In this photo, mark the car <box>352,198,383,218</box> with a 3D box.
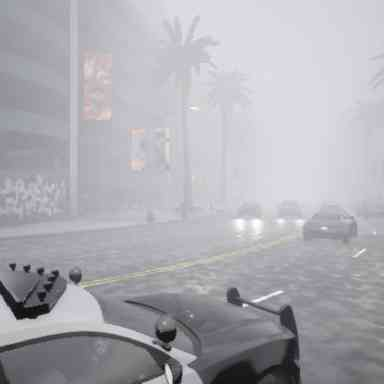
[{"bbox_3d":[16.024,1.553,29.639,1.994,1.385,4.181,0,0,16],"label":"car"}]

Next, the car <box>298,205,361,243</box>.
[{"bbox_3d":[6.855,1.557,16.300,1.994,1.385,4.181,0,0,32],"label":"car"}]

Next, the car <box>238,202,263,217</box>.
[{"bbox_3d":[5.480,1.580,31.003,1.895,1.301,4.718,0,0,16],"label":"car"}]

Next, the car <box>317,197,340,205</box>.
[{"bbox_3d":[12.687,1.511,30.705,1.812,1.442,4.674,0,0,16],"label":"car"}]

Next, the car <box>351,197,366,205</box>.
[{"bbox_3d":[24.785,1.461,49.062,2.231,1.521,4.892,0,0,16],"label":"car"}]

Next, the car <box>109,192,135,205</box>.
[{"bbox_3d":[-10.836,0.982,51.444,2.435,2.045,5.566,0,0,16],"label":"car"}]

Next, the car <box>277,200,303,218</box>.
[{"bbox_3d":[8.780,1.496,29.868,1.837,1.490,4.892,0,0,17],"label":"car"}]

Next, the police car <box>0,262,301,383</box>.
[{"bbox_3d":[-1.132,1.422,2.521,5.238,1.638,1.930,0,0,-37],"label":"police car"}]

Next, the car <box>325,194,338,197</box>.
[{"bbox_3d":[32.877,1.318,77.300,2.185,1.767,4.553,0,0,16],"label":"car"}]
